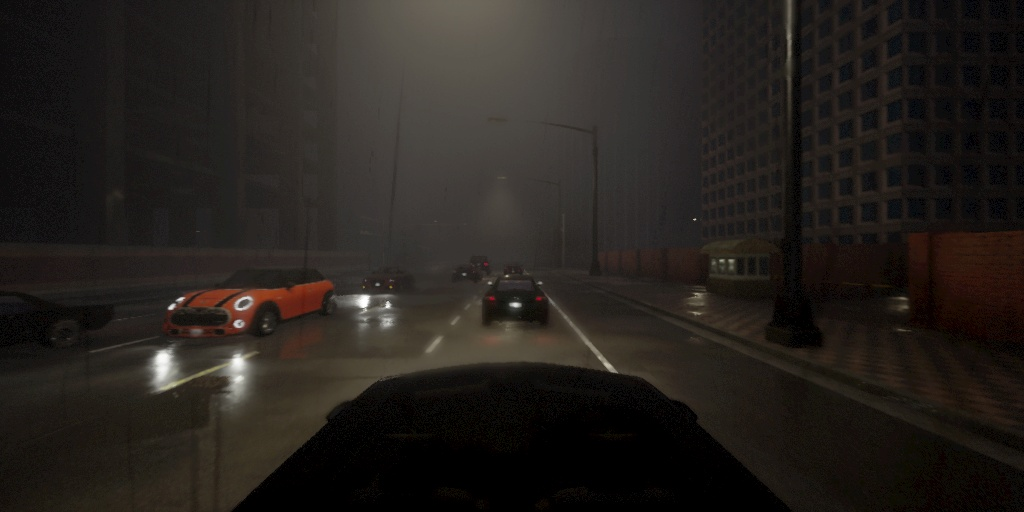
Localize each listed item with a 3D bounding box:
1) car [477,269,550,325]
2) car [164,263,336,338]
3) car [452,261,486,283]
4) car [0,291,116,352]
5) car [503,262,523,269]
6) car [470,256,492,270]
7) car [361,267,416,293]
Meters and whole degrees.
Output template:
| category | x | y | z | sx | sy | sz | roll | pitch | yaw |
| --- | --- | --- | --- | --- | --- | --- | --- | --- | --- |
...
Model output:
| category | x | y | z | sx | sy | sz | roll | pitch | yaw |
| --- | --- | --- | --- | --- | --- | --- | --- | --- | --- |
| car | 0.105 | 1.313 | 11.827 | 1.994 | 1.385 | 4.181 | 0 | 0 | 0 |
| car | -7.010 | 1.100 | 10.224 | 2.097 | 1.767 | 4.553 | 0 | 0 | 0 |
| car | -3.402 | 1.309 | 27.775 | 1.994 | 1.385 | 4.181 | 0 | 0 | 0 |
| car | -10.549 | 1.350 | 6.397 | 1.895 | 1.301 | 4.718 | 0 | 0 | 1 |
| car | 0.113 | 1.272 | 35.648 | 1.812 | 1.442 | 4.674 | 0 | 0 | 0 |
| car | -3.409 | 0.968 | 38.936 | 2.150 | 2.045 | 5.566 | 0 | 0 | 0 |
| car | -7.017 | 1.312 | 20.737 | 1.994 | 1.385 | 4.181 | 0 | 0 | 1 |
